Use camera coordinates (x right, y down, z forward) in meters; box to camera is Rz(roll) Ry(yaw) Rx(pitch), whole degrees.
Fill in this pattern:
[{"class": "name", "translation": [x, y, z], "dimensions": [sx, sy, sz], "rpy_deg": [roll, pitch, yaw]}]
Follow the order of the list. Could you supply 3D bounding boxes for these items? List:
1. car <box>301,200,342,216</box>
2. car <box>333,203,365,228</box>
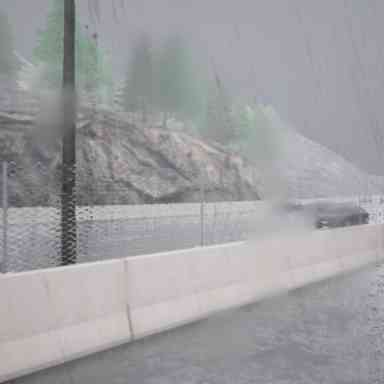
[{"class": "car", "translation": [13.576, 1.616, 34.659], "dimensions": [2.033, 1.411, 5.357], "rpy_deg": [0, 0, 43]}, {"class": "car", "translation": [9.524, 1.546, 20.963], "dimensions": [4.892, 1.490, 1.837], "rpy_deg": [0, 0, -43]}]
